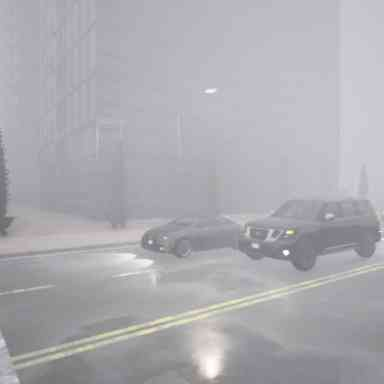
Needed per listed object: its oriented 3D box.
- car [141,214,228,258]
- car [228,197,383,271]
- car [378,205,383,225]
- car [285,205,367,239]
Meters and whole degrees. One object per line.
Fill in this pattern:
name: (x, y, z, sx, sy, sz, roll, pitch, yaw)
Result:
car: (0.181, 1.551, 12.717, 4.181, 1.385, 1.994, 0, 0, -35)
car: (4.128, 1.205, 11.221, 5.566, 2.045, 2.150, 0, 0, -34)
car: (15.279, 1.557, 23.410, 4.718, 1.301, 1.895, 0, 0, -35)
car: (7.225, 1.498, 17.729, 4.674, 1.442, 1.812, 0, 0, -35)
